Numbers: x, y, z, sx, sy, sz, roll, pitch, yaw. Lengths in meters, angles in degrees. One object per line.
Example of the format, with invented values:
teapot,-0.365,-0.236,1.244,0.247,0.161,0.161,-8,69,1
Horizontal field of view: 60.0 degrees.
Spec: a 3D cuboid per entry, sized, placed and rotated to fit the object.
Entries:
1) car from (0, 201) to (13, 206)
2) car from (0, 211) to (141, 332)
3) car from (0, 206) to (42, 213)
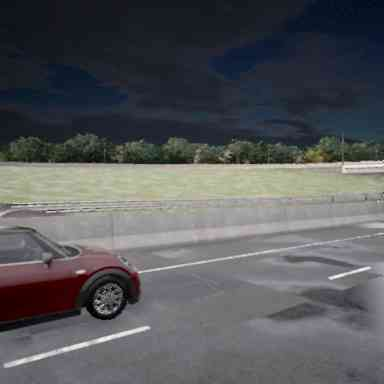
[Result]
car,-11.439,1.351,17.328,4.553,1.767,2.097,0,0,-36
car,-3.182,1.351,5.776,4.553,1.767,2.097,0,0,-36
car,-8.218,1.521,15.327,4.674,1.442,1.812,0,0,-36
